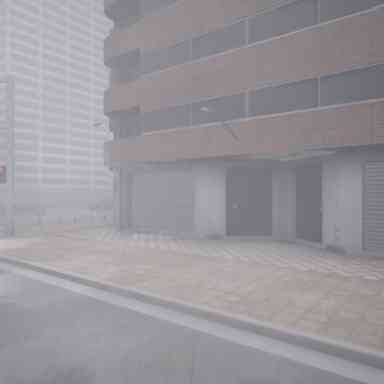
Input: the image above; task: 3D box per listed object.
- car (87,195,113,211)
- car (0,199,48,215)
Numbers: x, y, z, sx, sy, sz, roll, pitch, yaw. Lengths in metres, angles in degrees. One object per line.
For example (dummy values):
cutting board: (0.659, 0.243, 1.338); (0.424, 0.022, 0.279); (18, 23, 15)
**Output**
car: (-10.499, 1.496, 40.939); (1.837, 1.490, 4.892); (0, 0, 37)
car: (-16.749, 1.496, 32.686); (1.837, 1.490, 4.892); (0, 0, 37)
